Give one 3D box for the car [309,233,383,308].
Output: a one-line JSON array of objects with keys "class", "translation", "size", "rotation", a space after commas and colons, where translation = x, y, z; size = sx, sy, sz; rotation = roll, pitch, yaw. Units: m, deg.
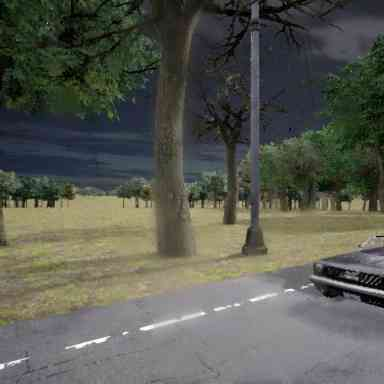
[{"class": "car", "translation": [4.713, 1.609, 7.343], "size": [4.718, 1.301, 1.895], "rotation": [0, 0, -35]}]
